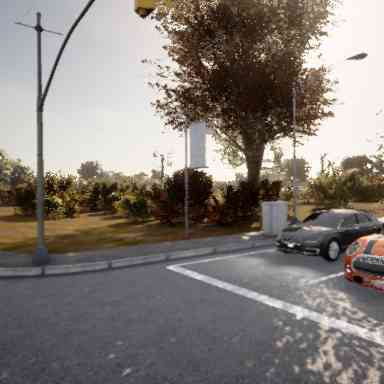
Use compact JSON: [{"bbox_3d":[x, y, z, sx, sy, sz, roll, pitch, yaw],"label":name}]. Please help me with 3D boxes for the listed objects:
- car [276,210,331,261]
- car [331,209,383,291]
[{"bbox_3d":[5.093,1.415,11.937,4.892,1.490,1.837,-1,0,-36],"label":"car"},{"bbox_3d":[5.703,1.276,8.070,4.553,1.767,2.097,-1,0,-36],"label":"car"}]
